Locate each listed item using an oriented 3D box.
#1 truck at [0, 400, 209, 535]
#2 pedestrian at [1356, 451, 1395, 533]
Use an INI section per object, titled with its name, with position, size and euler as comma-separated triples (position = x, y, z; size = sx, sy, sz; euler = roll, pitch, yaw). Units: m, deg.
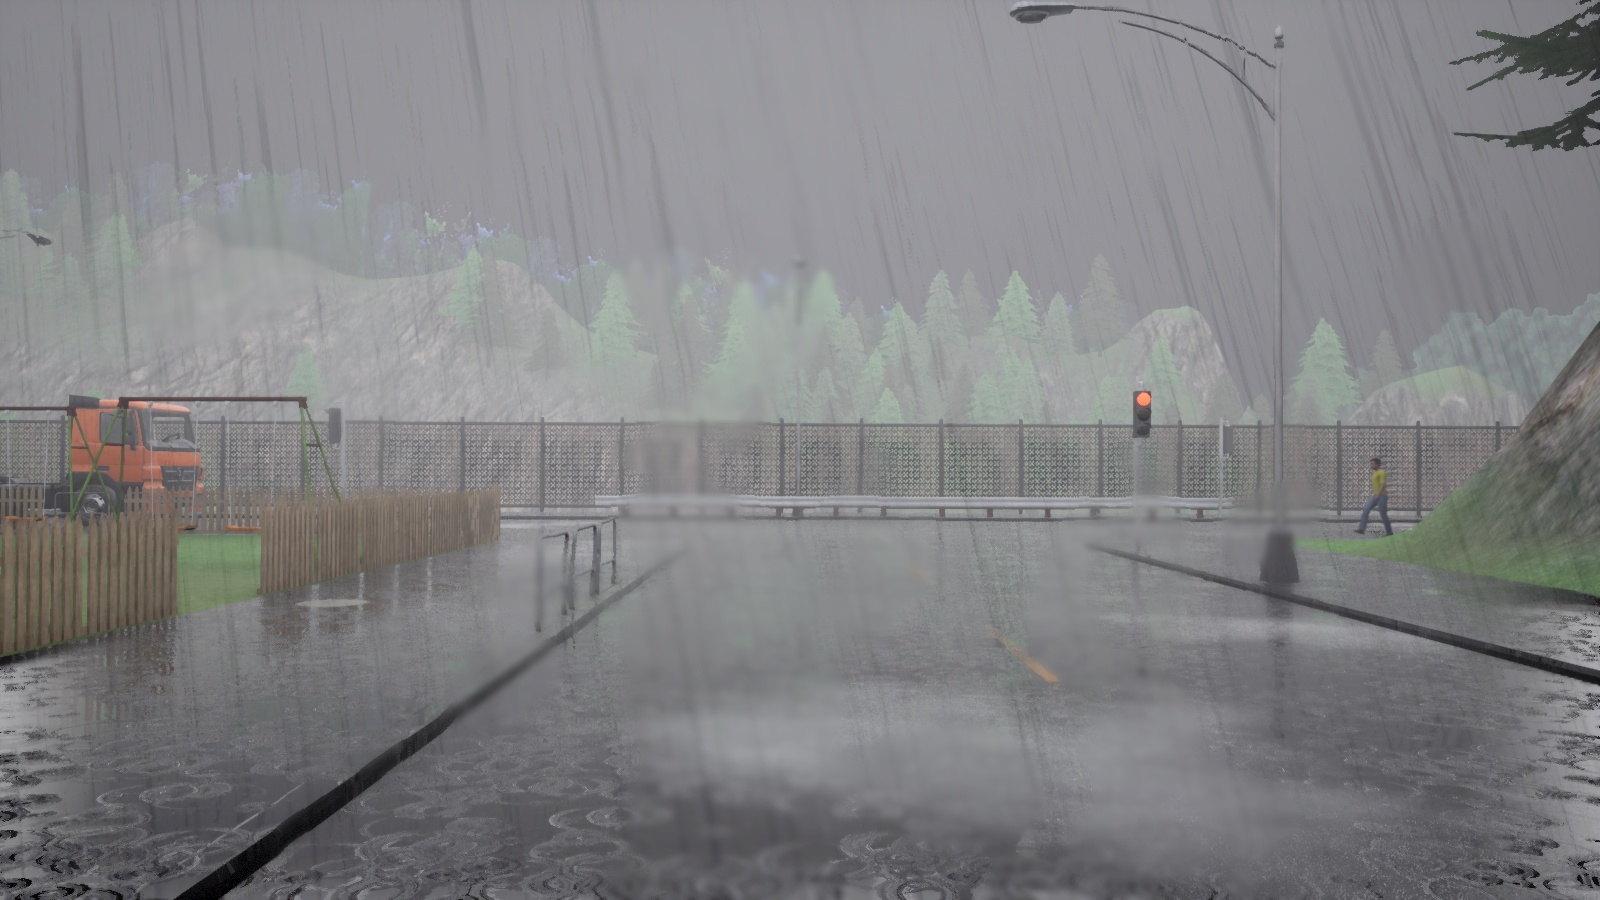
[truck]
position = -20.482, 0.478, 33.609
size = 7.936, 3.462, 2.891
euler = 0, -1, 0
[pedestrian]
position = 13.023, 0.948, 28.408
size = 0.706, 1.836, 0.354
euler = 0, -1, 0
